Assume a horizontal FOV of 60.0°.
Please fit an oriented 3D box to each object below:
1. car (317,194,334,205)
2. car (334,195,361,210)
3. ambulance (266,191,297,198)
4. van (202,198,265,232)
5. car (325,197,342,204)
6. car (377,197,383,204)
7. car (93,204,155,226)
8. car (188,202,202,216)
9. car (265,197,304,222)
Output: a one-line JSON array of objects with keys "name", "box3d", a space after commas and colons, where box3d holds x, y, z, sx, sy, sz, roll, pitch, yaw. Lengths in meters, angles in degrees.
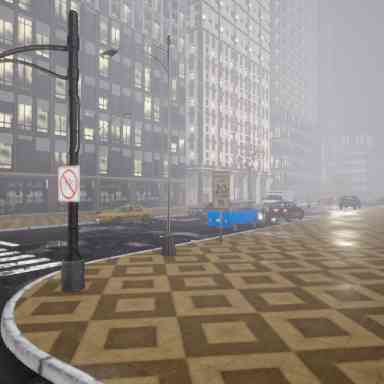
[{"name": "car", "box3d": [25.147, 1.381, 62.548, 2.192, 1.841, 5.009, 0, 0, 38]}, {"name": "car", "box3d": [21.181, 1.369, 44.520, 2.192, 1.841, 5.009, 0, 0, 38]}, {"name": "ambulance", "box3d": [10.215, 1.063, 39.013, 2.351, 2.431, 6.366, 0, 0, 38]}, {"name": "van", "box3d": [2.607, 1.368, 20.284, 1.690, 1.788, 3.998, 0, 0, 38]}, {"name": "car", "box3d": [28.547, 1.625, 66.951, 2.008, 1.369, 4.403, 0, 0, 38]}, {"name": "car", "box3d": [38.183, 1.659, 66.537, 1.947, 1.339, 4.313, 0, 0, 38]}, {"name": "car", "box3d": [-4.777, 1.540, 24.009, 1.752, 1.417, 4.829, 0, 0, 38]}, {"name": "car", "box3d": [1.343, 1.604, 31.722, 1.802, 1.307, 4.206, 0, 0, 38]}, {"name": "car", "box3d": [7.580, 1.473, 26.905, 1.967, 1.590, 4.097, 0, 0, 38]}]
